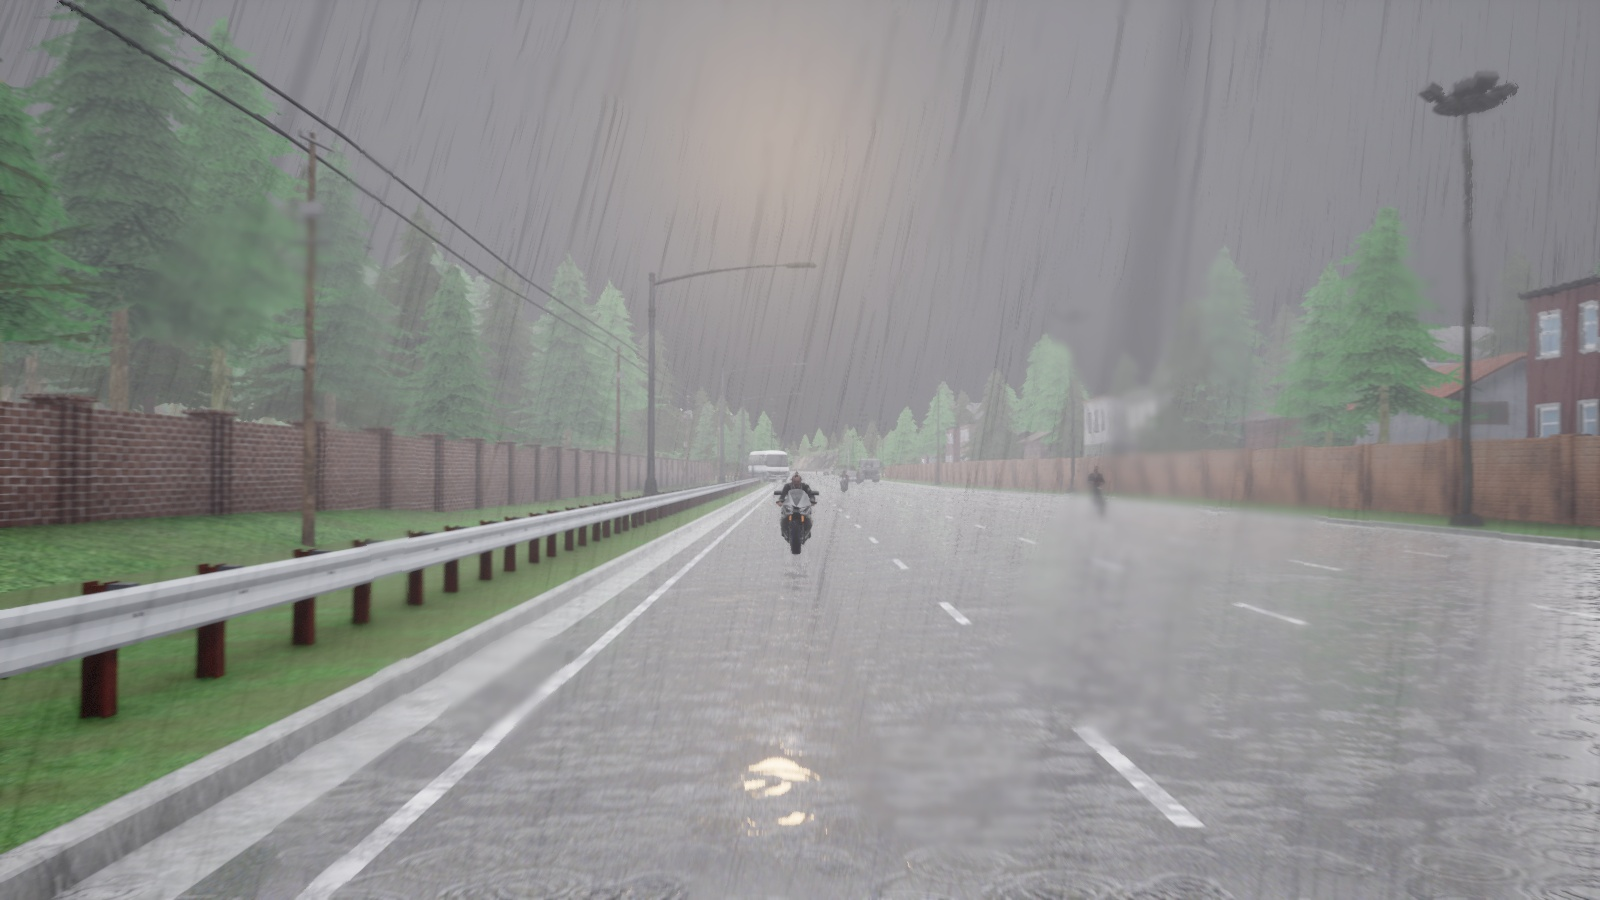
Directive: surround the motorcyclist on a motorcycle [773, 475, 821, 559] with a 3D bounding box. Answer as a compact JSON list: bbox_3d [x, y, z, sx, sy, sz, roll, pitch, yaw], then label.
[{"bbox_3d":[-0.059,1.254,24.215,0.866,1.530,2.191,0,-1,0],"label":"motorcyclist on a motorcycle"}]
